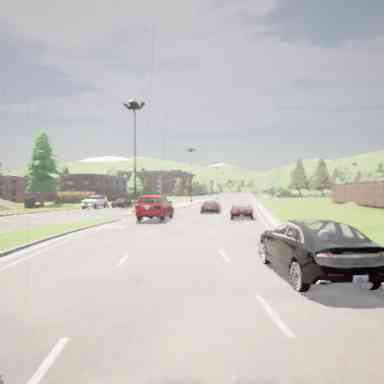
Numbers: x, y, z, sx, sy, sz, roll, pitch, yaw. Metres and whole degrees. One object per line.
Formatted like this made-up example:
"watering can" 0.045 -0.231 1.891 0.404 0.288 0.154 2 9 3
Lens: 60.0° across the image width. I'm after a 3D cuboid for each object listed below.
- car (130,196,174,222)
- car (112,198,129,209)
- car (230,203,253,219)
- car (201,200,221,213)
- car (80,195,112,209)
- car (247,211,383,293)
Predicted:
"car" -2.965 1.313 27.336 2.150 2.045 5.566 -1 0 8
"car" -10.837 1.715 51.542 1.882 1.535 5.008 -1 0 10
"car" 4.335 1.605 28.944 1.895 1.301 4.718 -1 0 9
"car" 2.128 1.612 37.150 1.994 1.385 4.181 -1 0 9
"car" -14.644 1.505 50.117 2.150 2.045 5.566 -1 0 10
"car" 3.149 1.470 8.866 2.128 1.511 4.902 -1 0 -3
